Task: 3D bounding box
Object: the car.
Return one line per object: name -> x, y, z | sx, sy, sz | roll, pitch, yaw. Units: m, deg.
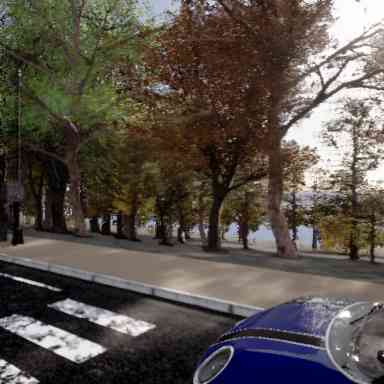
car -> 2.150, 1.348, 2.153 | 4.553, 1.767, 2.097 | 0, 0, 36
